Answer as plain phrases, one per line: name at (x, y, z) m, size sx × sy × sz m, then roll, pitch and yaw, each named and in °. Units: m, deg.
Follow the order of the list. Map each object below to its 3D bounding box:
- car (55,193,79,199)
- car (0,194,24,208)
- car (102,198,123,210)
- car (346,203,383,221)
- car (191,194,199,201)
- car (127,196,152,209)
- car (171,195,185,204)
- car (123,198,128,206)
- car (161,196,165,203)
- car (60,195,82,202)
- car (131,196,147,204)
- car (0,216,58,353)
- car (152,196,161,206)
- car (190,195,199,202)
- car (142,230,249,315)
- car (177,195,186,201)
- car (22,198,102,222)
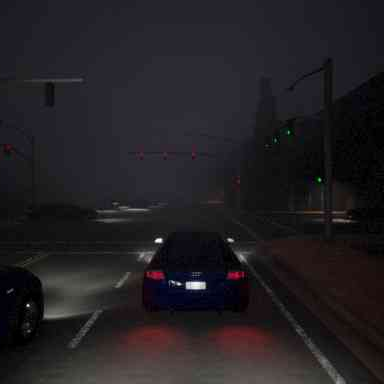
car at (-24.937, 1.156, 65.664) m, size 3.866 × 1.878 × 1.905 m, roll 0°, pitch 0°, yaw 0°
car at (-24.969, 1.153, 43.146) m, size 4.605 × 1.855 × 1.932 m, roll 0°, pitch 0°, yaw 0°
car at (-10.734, 1.505, 42.892) m, size 1.837 × 1.490 × 4.892 m, roll 0°, pitch 0°, yaw 1°
car at (15.241, 1.547, 26.458) m, size 5.357 × 1.411 × 2.033 m, roll 0°, pitch 0°, yaw 0°
car at (0.864, 1.395, 83.281) m, size 1.882 × 1.535 × 5.008 m, roll 0°, pitch 0°, yaw 2°
car at (-7.169, 1.564, 46.102) m, size 1.994 × 1.385 × 4.181 m, roll 0°, pitch 0°, yaw 2°
car at (-3.026, 1.564, 64.642) m, size 1.994 × 1.385 × 4.181 m, roll 0°, pitch 0°, yaw 1°
car at (-10.526, 1.564, 51.801) m, size 1.994 × 1.385 × 4.181 m, roll 0°, pitch 0°, yaw 4°
car at (-6.577, 1.564, 67.285) m, size 1.994 × 1.385 × 4.181 m, roll 0°, pitch 0°, yaw 2°
car at (-24.924, 1.395, 68.560) m, size 3.806 × 1.475 × 1.970 m, roll 0°, pitch 0°, yaw 0°
car at (-10.181, 1.492, 64.345) m, size 2.128 × 1.511 × 4.902 m, roll 0°, pitch 0°, yaw 2°
car at (-3.442, 1.352, 3.538) m, size 2.097 × 1.767 × 4.553 m, roll 0°, pitch 0°, yaw 0°
car at (-6.918, 1.526, 56.243) m, size 1.812 × 1.442 × 4.674 m, roll 0°, pitch 0°, yaw 2°
car at (0.584, 1.535, 72.637) m, size 2.033 × 1.411 × 5.357 m, roll 0°, pitch 0°, yaw 2°
car at (0.066, 1.564, 7.677) m, size 1.994 × 1.385 × 4.181 m, roll 0°, pitch 0°, yaw 0°
car at (-2.644, 1.500, 83.028) m, size 1.837 × 1.490 × 4.892 m, roll 0°, pitch 0°, yaw 2°
car at (-9.589, 1.506, 24.704) m, size 4.892 × 1.490 × 1.837 m, roll 0°, pitch 2°, yaw -32°
